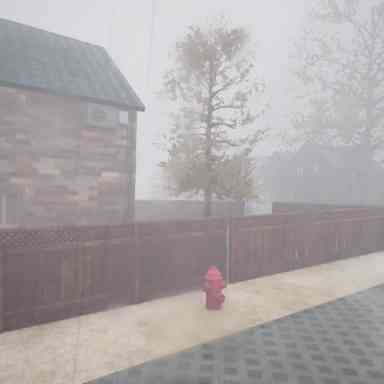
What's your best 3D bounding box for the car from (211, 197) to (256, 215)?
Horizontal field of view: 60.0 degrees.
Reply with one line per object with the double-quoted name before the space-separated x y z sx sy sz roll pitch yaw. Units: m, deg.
"car" 3.059 1.473 29.299 2.150 2.045 5.566 2 -2 -35
